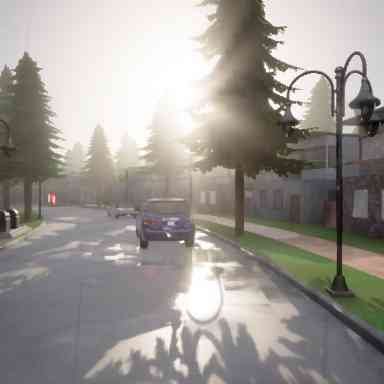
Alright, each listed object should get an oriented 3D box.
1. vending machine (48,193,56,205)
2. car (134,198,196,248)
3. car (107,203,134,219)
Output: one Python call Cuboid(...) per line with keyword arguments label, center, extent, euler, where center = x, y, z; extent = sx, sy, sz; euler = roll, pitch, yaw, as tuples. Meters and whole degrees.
Cuboid(label="vending machine", center=(-23.984, 1.194, 56.987), extent=(0.880, 2.100, 1.100), euler=(0, 0, 36))
Cuboid(label="car", center=(-1.322, 1.258, 14.944), extent=(2.150, 2.045, 5.566), euler=(0, 0, -12))
Cuboid(label="car", center=(-6.191, 1.616, 29.535), extent=(1.895, 1.301, 4.718), euler=(0, 0, -25))
